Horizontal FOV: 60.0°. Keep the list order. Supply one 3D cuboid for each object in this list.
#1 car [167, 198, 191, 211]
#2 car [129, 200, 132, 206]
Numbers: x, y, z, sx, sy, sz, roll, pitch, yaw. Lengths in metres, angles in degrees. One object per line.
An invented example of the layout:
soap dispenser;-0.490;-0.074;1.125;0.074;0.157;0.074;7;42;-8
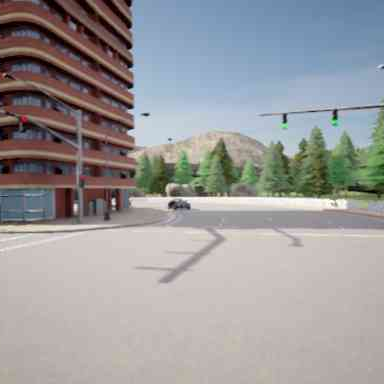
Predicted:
car;-1.611;1.481;40.445;1.994;1.385;4.181;-1;0;-20
car;-11.941;1.600;55.621;4.674;1.442;1.812;-1;0;41
